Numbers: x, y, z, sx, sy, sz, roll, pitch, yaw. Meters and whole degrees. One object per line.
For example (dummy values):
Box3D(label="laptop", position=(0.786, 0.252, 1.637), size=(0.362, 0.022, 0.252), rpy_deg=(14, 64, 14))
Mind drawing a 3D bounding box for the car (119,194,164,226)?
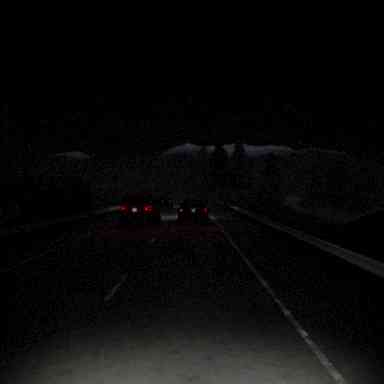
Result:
Box3D(label="car", position=(-3.406, 1.121, 22.404), size=(2.150, 2.045, 5.566), rpy_deg=(0, 1, 0))

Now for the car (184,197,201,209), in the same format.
Box3D(label="car", position=(0.013, 1.354, 42.112), size=(2.033, 1.411, 5.357), rpy_deg=(0, 0, -1))

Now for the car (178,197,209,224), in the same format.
Box3D(label="car", position=(0.092, 1.241, 23.882), size=(2.097, 1.767, 4.553), rpy_deg=(0, 0, 0))

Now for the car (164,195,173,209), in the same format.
Box3D(label="car", position=(-3.496, 1.162, 41.775), size=(2.097, 1.767, 4.553), rpy_deg=(0, 0, -1))
